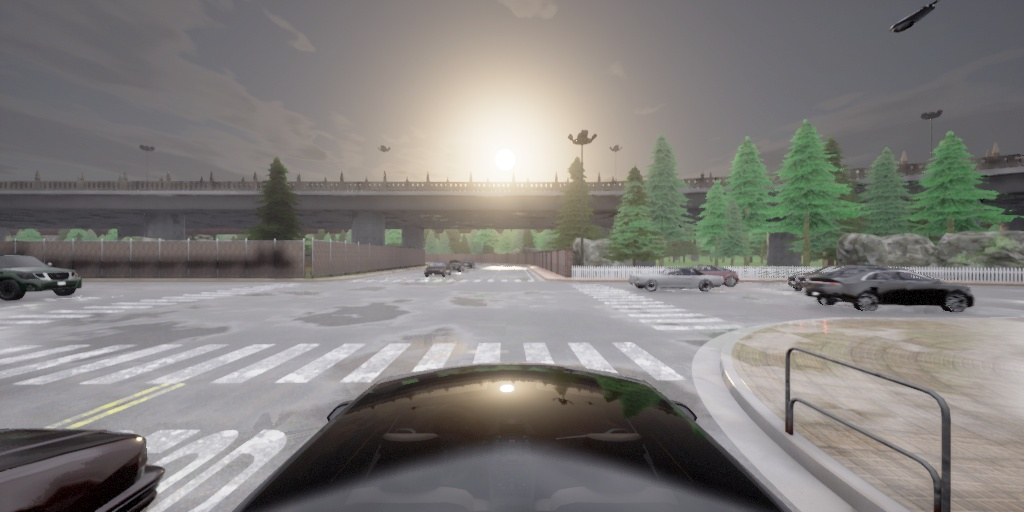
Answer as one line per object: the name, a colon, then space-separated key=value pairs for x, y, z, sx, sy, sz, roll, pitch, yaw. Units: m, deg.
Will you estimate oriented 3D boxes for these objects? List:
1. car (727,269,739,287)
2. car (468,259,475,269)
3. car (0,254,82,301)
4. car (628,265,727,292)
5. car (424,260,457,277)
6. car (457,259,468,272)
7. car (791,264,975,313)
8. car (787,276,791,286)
car: x=12.342 y=1.250 z=23.440 sx=4.181 sy=1.385 sz=1.994 roll=0 pitch=0 yaw=2
car: x=-7.024 y=1.220 z=56.691 sx=2.128 sy=1.511 sz=4.902 roll=0 pitch=0 yaw=1
car: x=-23.409 y=0.910 z=16.436 sx=5.566 sy=2.045 sz=2.150 roll=0 pitch=0 yaw=0
car: x=9.044 y=1.288 z=20.161 sx=4.718 sy=1.301 sz=1.895 roll=0 pitch=0 yaw=1
car: x=-7.085 y=1.284 z=34.938 sx=2.033 sy=1.411 sz=5.357 roll=0 pitch=0 yaw=0
car: x=-7.081 y=1.238 z=44.828 sx=1.837 sy=1.490 sz=4.892 roll=0 pitch=0 yaw=0
car: x=13.547 y=1.181 z=13.038 sx=4.902 sy=1.511 sz=2.128 roll=0 pitch=0 yaw=2
car: x=17.939 y=1.213 z=19.714 sx=4.674 sy=1.442 sz=1.812 roll=0 pitch=0 yaw=5
